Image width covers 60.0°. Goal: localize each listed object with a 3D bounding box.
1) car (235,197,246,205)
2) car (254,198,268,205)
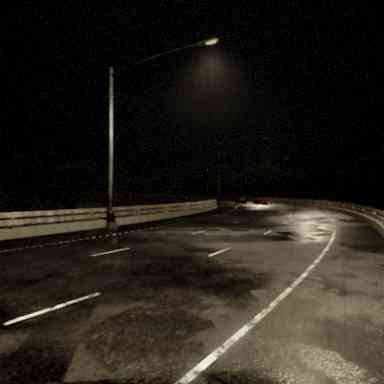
[{"bbox_3d":[9.813,1.762,67.375,2.128,1.511,4.902,0,0,-1],"label":"car"},{"bbox_3d":[13.286,1.854,64.469,1.994,1.385,4.181,0,0,-1],"label":"car"}]
